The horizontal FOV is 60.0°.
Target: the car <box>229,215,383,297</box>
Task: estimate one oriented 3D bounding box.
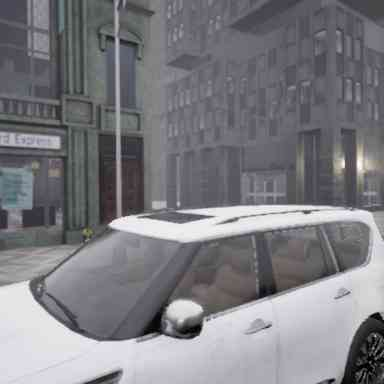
[{"bbox_3d":[3.346,1.482,9.018,4.403,1.369,2.008,-1,0,-35],"label":"car"}]

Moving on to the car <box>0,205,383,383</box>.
[{"bbox_3d":[-0.017,1.206,3.363,5.566,2.045,2.150,-1,0,-35],"label":"car"}]
